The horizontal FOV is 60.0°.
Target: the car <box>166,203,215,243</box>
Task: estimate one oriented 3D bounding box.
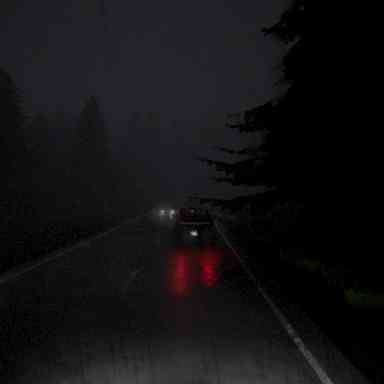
[{"bbox_3d":[0.097,1.512,16.114,2.128,1.511,4.902,0,0,0],"label":"car"}]

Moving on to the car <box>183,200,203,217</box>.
[{"bbox_3d":[0.093,1.568,32.443,1.812,1.442,4.674,0,0,0],"label":"car"}]

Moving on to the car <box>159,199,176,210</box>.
[{"bbox_3d":[-3.018,1.620,42.874,1.994,1.385,4.181,0,0,4],"label":"car"}]
